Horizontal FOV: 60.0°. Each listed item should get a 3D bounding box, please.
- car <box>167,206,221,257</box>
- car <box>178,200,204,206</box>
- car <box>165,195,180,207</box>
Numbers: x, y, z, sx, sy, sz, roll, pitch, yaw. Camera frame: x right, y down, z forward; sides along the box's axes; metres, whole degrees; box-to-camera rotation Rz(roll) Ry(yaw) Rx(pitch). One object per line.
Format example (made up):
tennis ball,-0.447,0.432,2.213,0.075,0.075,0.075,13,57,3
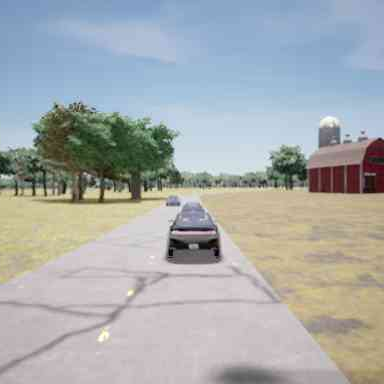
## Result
car,0.072,1.520,13.012,2.128,1.511,4.902,0,0,0
car,0.073,1.571,28.550,1.994,1.385,4.181,0,0,0
car,-2.824,1.247,50.319,2.097,1.767,4.553,0,0,0
